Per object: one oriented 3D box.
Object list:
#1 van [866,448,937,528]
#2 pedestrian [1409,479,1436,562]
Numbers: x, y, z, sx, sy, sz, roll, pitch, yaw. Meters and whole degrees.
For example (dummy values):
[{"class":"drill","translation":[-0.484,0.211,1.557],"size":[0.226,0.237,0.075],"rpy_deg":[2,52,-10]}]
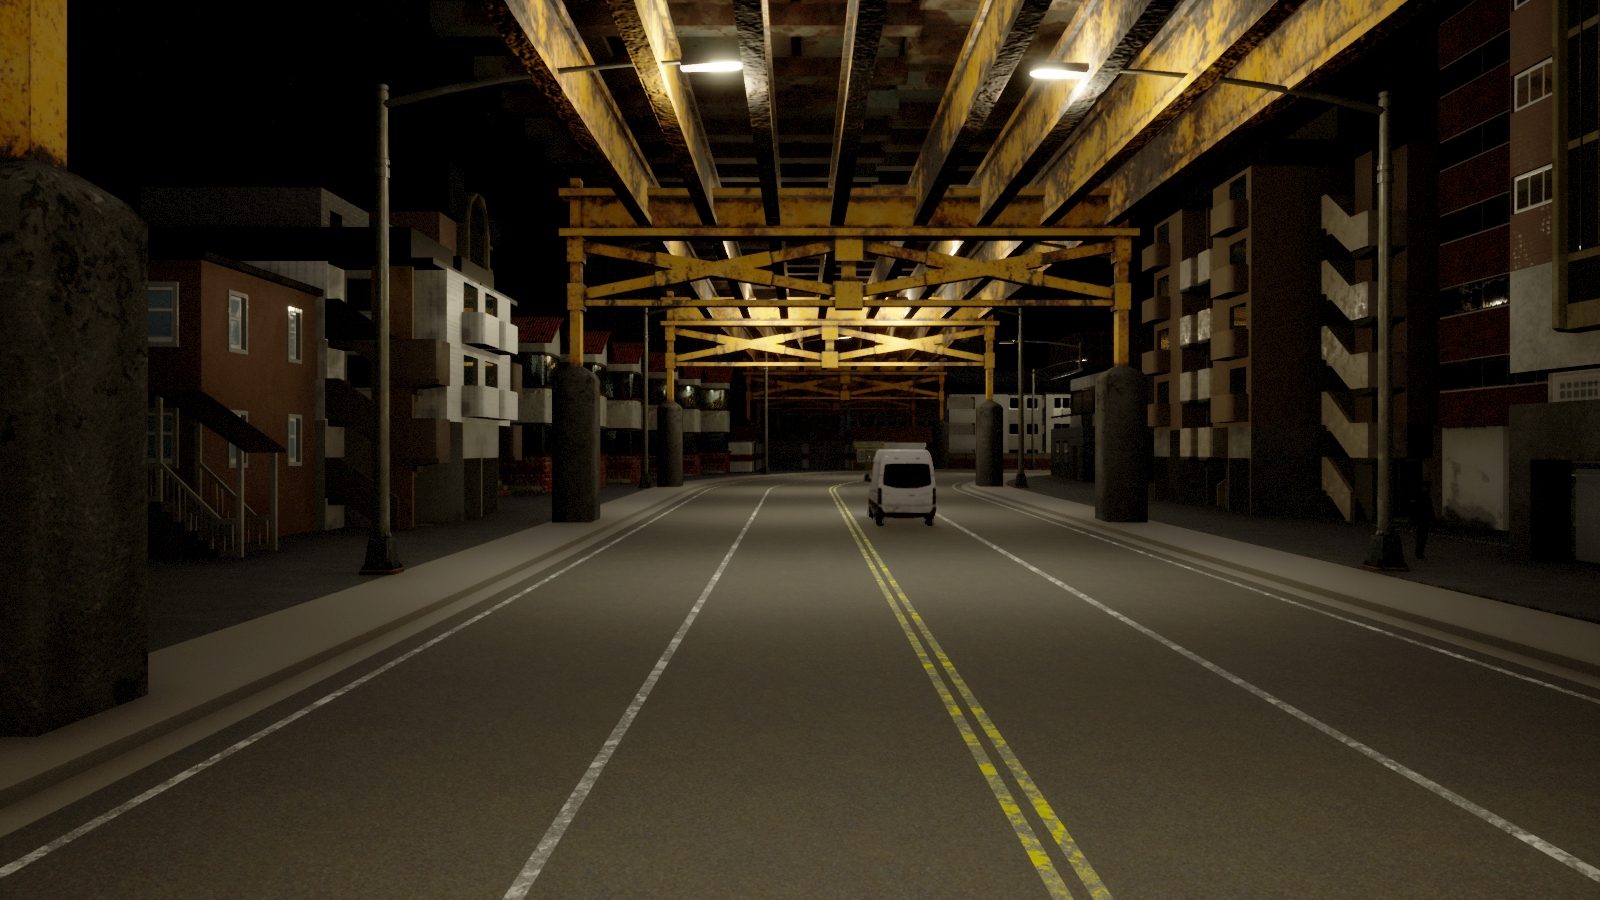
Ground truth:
[{"class":"van","translation":[3.517,1.245,40.452],"size":[1.988,2.561,5.915],"rpy_deg":[0,1,0]},{"class":"pedestrian","translation":[14.300,1.611,26.249],"size":[0.375,1.860,0.375],"rpy_deg":[0,0,-10]}]
